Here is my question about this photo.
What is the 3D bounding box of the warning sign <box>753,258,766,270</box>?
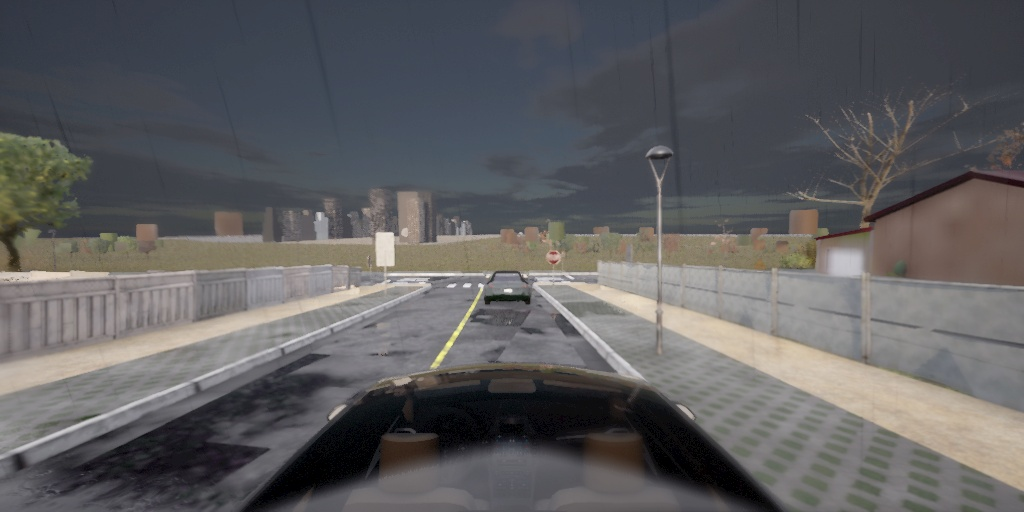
[{"bbox_3d":[19.409,1.098,28.126,1.060,1.860,1.300,0,0,-4],"label":"warning sign"}]

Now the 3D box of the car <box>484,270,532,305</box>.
[{"bbox_3d":[-0.222,1.323,16.012,1.994,1.385,4.181,0,0,-2],"label":"car"}]
